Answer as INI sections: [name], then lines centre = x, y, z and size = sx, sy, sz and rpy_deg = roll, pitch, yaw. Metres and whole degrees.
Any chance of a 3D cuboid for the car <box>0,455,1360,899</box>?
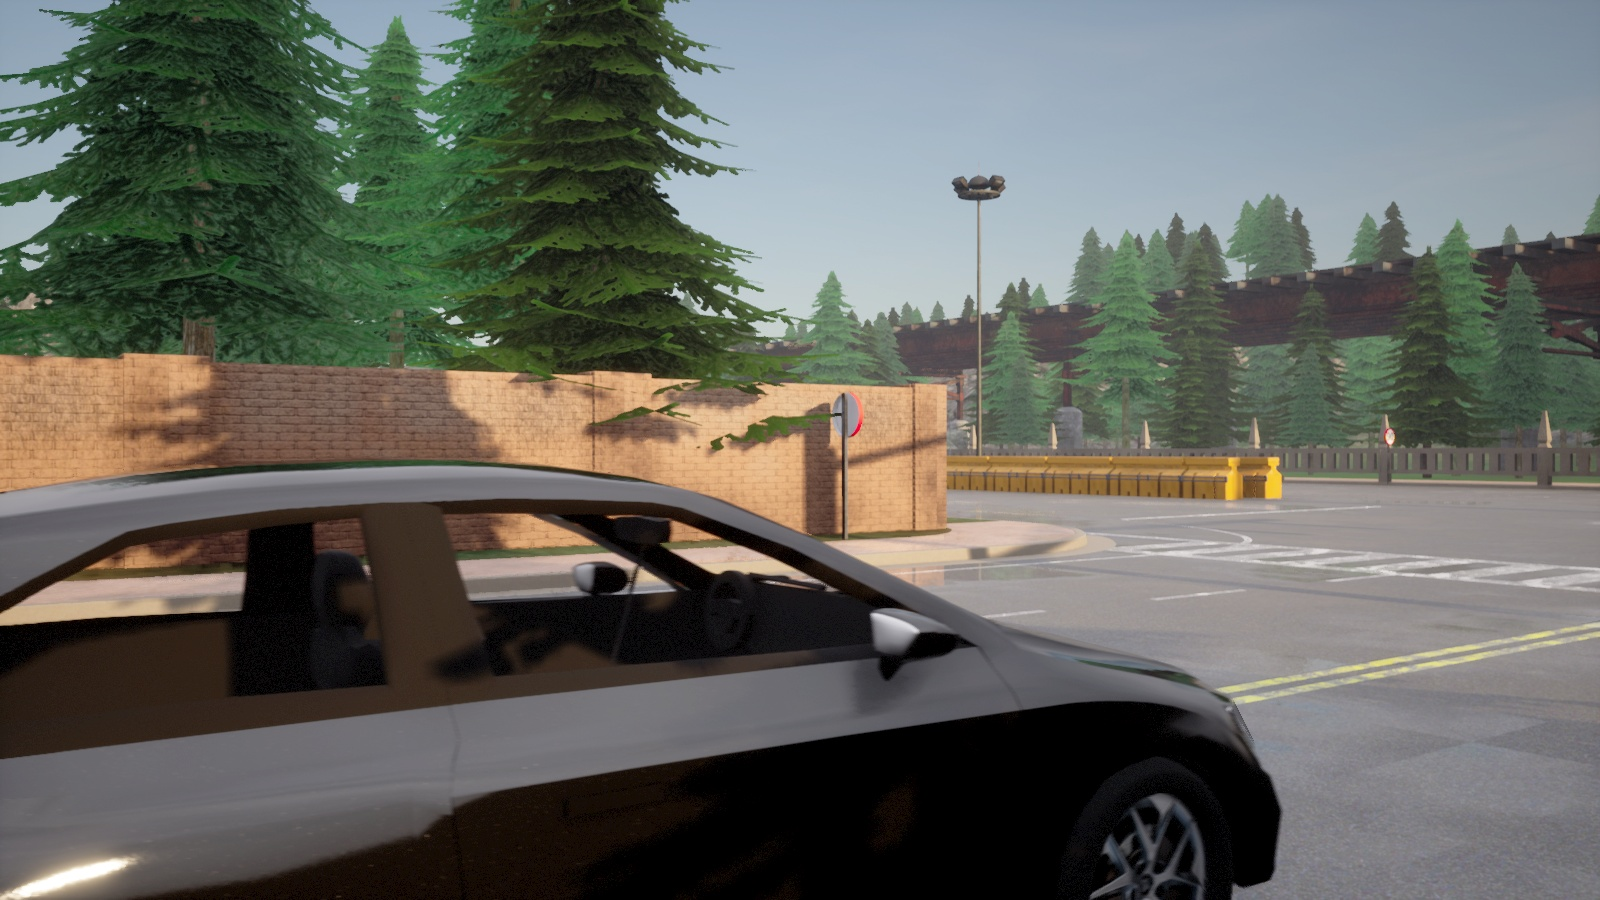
[car]
centre = -0.592, 0.763, 3.247
size = 4.193, 1.474, 1.816
rpy_deg = 0, 0, -35
